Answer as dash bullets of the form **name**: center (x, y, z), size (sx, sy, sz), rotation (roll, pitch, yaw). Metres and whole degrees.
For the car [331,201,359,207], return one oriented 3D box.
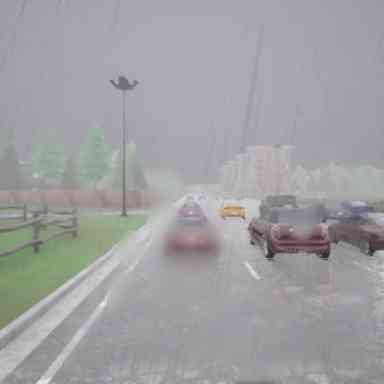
- **car**: center (10.398, 1.564, 25.708), size (2.033, 1.411, 5.357), rotation (0, 0, 0)

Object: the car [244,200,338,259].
- **car**: center (3.489, 1.359, 12.758), size (2.097, 1.767, 4.553), rotation (0, 0, 0)

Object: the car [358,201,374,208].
- **car**: center (13.911, 1.496, 29.098), size (1.882, 1.535, 5.008), rotation (0, 0, 0)

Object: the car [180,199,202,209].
- **car**: center (-0.090, 1.582, 28.208), size (1.994, 1.385, 4.181), rotation (0, 0, 0)

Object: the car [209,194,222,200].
- **car**: center (6.510, 1.574, 95.000), size (2.128, 1.511, 4.902), rotation (0, 0, 0)

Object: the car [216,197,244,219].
- **car**: center (3.412, 1.495, 29.041), size (1.882, 1.535, 5.008), rotation (0, 0, 0)

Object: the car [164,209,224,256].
- **car**: center (-0.008, 1.573, 13.129), size (1.994, 1.385, 4.181), rotation (0, 0, 0)

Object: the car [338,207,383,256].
- **car**: center (6.988, 1.534, 13.012), size (1.812, 1.442, 4.674), rotation (0, 0, 0)

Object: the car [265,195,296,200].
- **car**: center (6.901, 1.240, 26.741), size (2.150, 2.045, 5.566), rotation (0, 0, 0)
